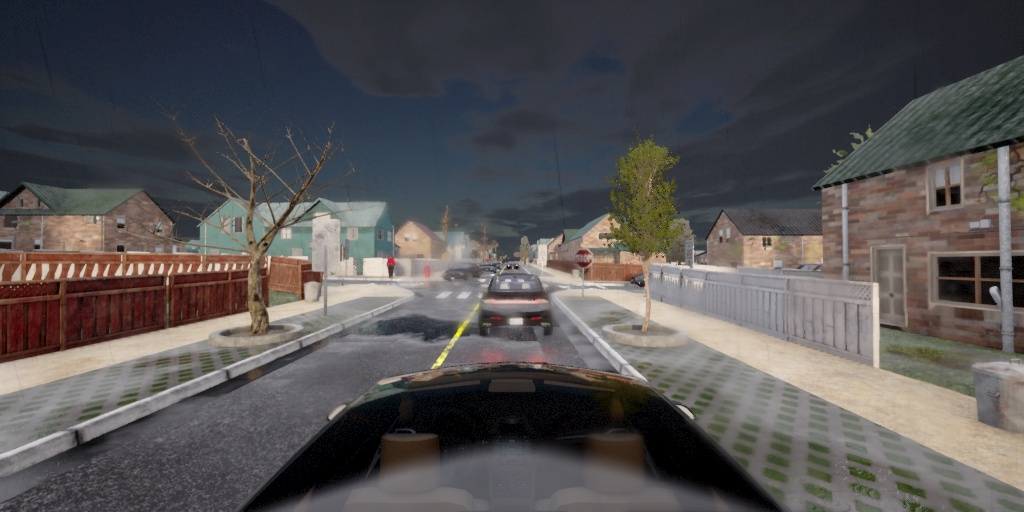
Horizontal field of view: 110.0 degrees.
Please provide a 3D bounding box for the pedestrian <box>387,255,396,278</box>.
[{"bbox_3d":[-9.623,0.797,28.490,0.375,1.860,0.375,0,-2,0],"label":"pedestrian"}]

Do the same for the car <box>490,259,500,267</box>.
[{"bbox_3d":[-2.837,1.373,42.777,1.994,1.385,4.181,0,0,0],"label":"car"}]

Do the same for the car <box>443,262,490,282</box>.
[{"bbox_3d":[-3.826,1.318,29.606,2.033,1.411,5.357,0,0,14],"label":"car"}]

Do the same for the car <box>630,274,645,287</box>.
[{"bbox_3d":[11.013,1.576,25.599,4.892,1.490,1.837,1,-1,1],"label":"car"}]

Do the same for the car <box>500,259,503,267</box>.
[{"bbox_3d":[-2.802,1.402,56.715,2.033,1.411,5.357,0,0,1],"label":"car"}]

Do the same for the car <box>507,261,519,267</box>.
[{"bbox_3d":[0.111,1.453,56.277,1.895,1.301,4.718,0,0,0],"label":"car"}]

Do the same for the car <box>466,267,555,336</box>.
[{"bbox_3d":[0.100,1.246,10.374,2.128,1.511,4.902,0,0,0],"label":"car"}]

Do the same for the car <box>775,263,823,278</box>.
[{"bbox_3d":[21.752,1.536,25.562,5.566,2.045,2.150,1,-1,0],"label":"car"}]
